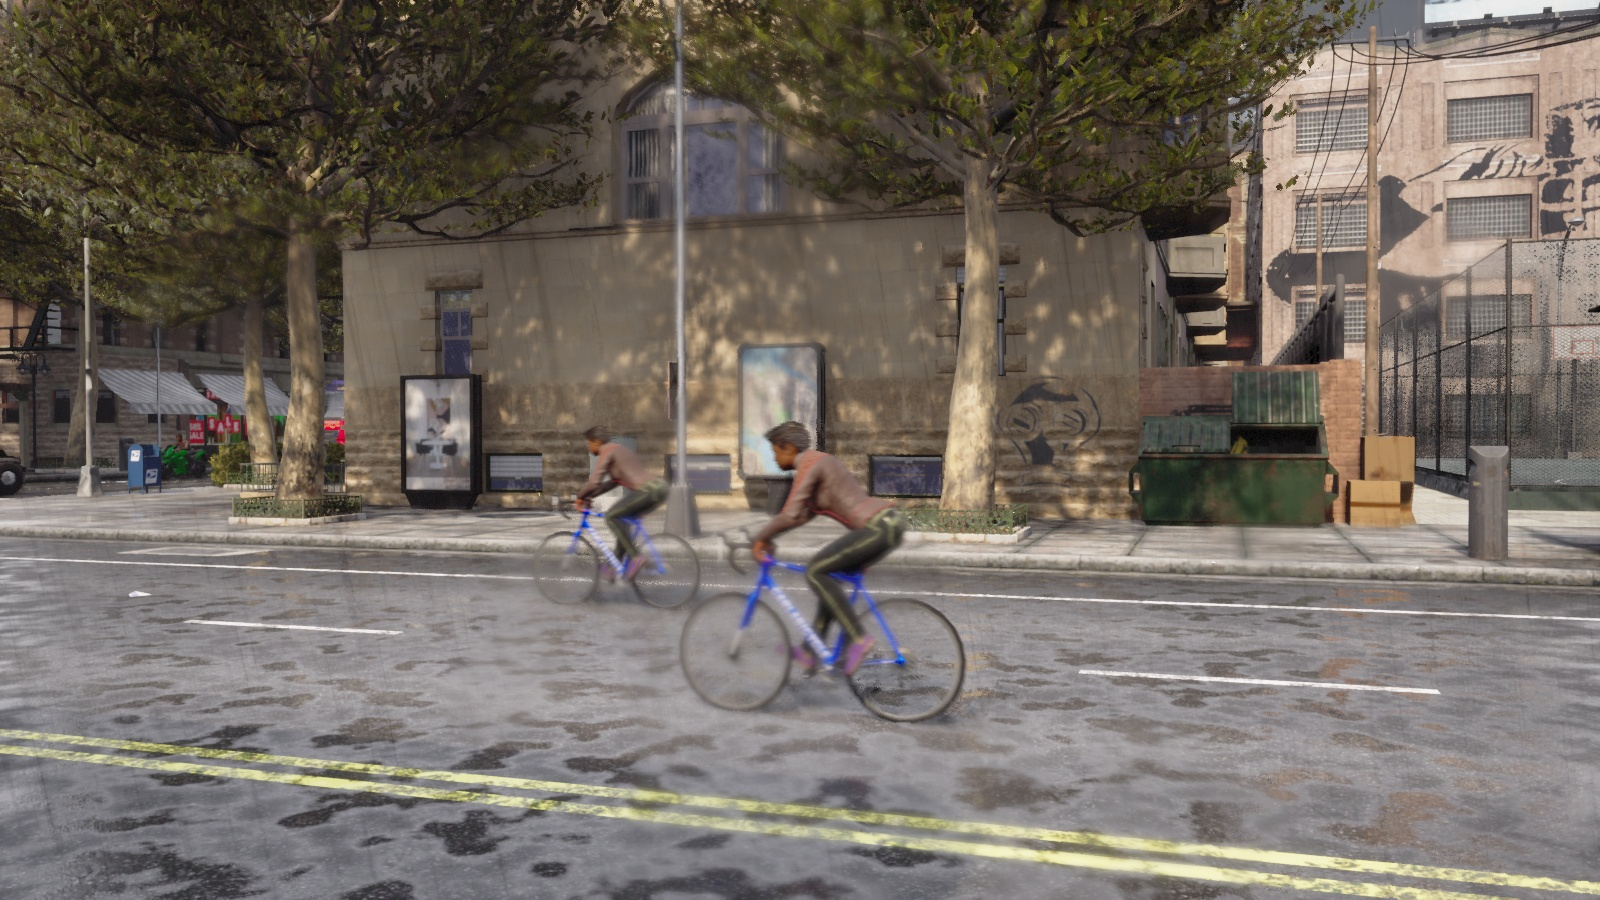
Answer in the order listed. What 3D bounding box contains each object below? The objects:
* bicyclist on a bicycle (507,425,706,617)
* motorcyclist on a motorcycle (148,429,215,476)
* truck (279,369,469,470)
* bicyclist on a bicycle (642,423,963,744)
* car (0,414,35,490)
[{"bbox_3d":[-1.716,0.594,11.147,1.656,1.620,0.582,0,1,19],"label":"bicyclist on a bicycle"},{"bbox_3d":[-20.733,0.056,42.158,0.797,1.523,2.044,1,1,19],"label":"motorcyclist on a motorcycle"},{"bbox_3d":[-17.376,-1.236,52.007,2.891,3.827,8.468,1,1,19],"label":"truck"},{"bbox_3d":[0.016,0.669,6.876,1.656,1.620,0.582,0,1,19],"label":"bicyclist on a bicycle"},{"bbox_3d":[-20.945,0.057,30.429,1.905,1.878,3.866,0,1,14],"label":"car"}]
